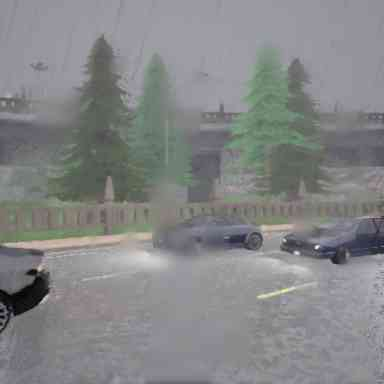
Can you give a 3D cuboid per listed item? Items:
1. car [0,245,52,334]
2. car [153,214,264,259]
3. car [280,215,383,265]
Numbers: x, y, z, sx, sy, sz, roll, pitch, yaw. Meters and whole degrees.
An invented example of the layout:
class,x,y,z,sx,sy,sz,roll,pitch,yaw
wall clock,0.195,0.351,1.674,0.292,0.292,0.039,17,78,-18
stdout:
class,x,y,z,sx,sy,sz,roll,pitch,yaw
car,-4.706,1.467,4.854,4.902,1.511,2.128,0,0,-34
car,0.673,1.526,12.510,4.181,1.385,1.994,0,0,-31
car,5.655,1.523,11.599,5.357,1.411,2.033,0,0,-27
